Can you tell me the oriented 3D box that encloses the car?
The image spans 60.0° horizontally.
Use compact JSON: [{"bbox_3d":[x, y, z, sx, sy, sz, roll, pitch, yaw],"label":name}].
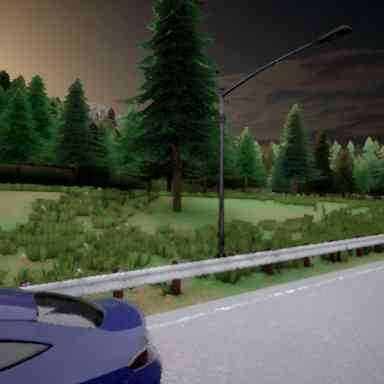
[{"bbox_3d":[-2.420,1.521,2.258,4.674,1.442,1.812,0,0,-36],"label":"car"}]
